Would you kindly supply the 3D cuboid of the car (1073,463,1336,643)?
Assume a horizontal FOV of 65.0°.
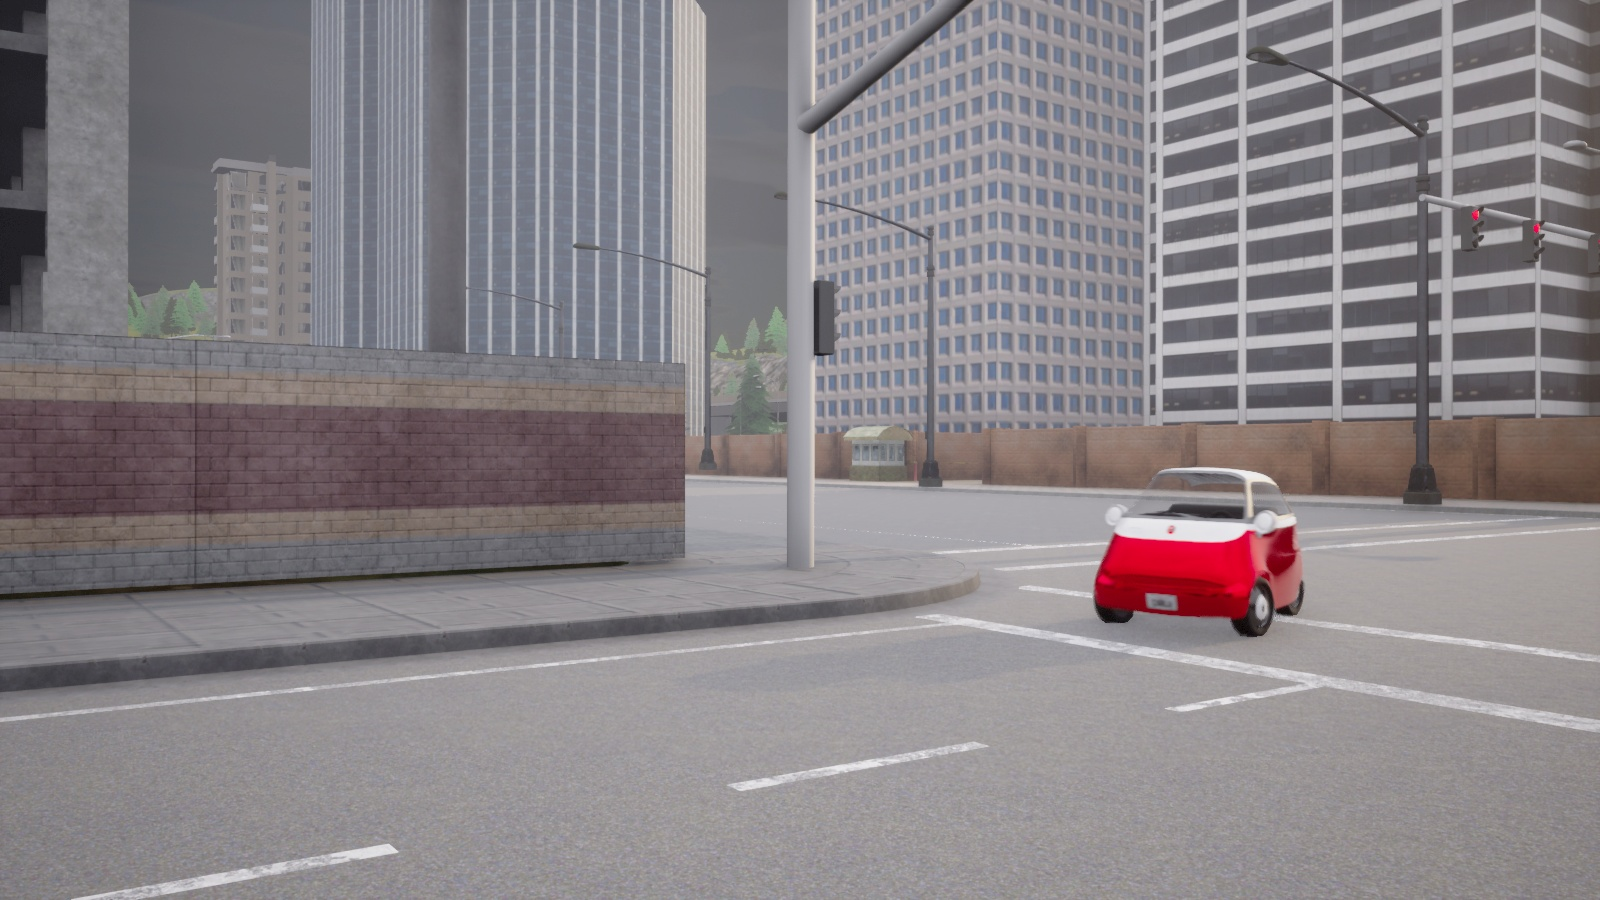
[{"bbox_3d":[3.624,0.819,11.125,1.481,1.376,2.207,0,0,40],"label":"car"}]
